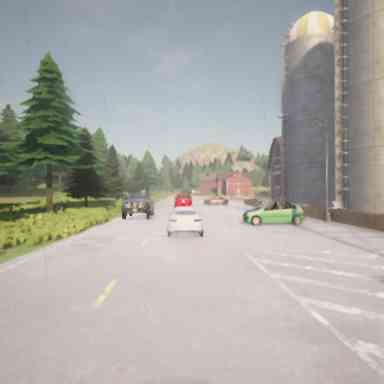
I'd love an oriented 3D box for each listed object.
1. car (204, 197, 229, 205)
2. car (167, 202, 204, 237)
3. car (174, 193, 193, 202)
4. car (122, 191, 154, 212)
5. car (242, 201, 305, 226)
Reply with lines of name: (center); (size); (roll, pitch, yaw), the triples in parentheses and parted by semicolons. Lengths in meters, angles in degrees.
car: (4.015, 1.448, 55.530); (4.181, 1.381, 1.994); (0, 0, -2)
car: (-0.373, 1.506, 17.965); (1.812, 1.442, 4.674); (0, 0, -2)
car: (-1.047, 1.176, 40.872); (2.150, 2.045, 5.566); (0, 0, -1)
car: (-4.236, 0.937, 26.850); (2.150, 2.045, 5.566); (0, 0, -2)
car: (5.436, 1.419, 22.549); (3.988, 1.617, 1.851); (0, 0, -2)
